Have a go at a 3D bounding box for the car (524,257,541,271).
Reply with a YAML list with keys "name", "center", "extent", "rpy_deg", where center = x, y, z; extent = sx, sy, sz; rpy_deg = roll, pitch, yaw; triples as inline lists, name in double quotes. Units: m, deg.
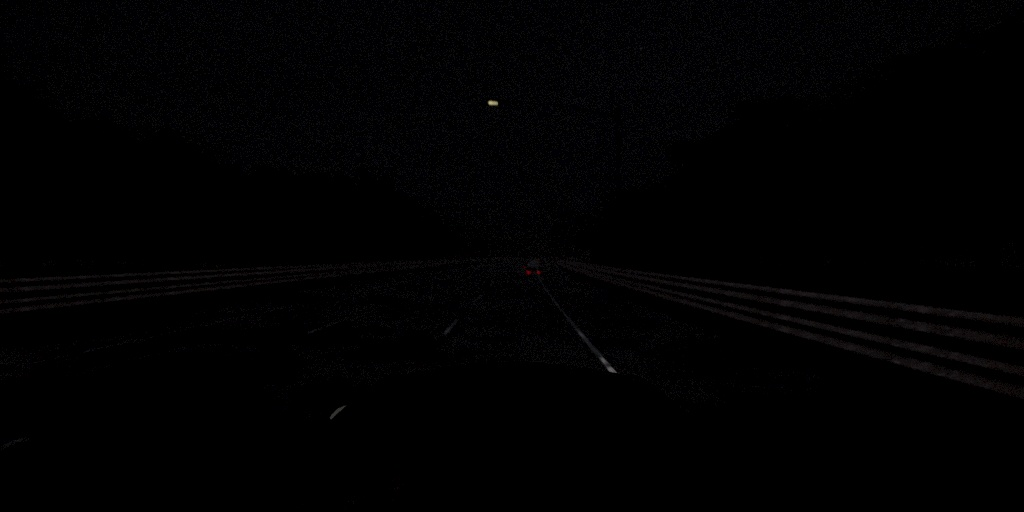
- name: "car"
  center: [2.963, 1.245, 49.328]
  extent: [1.812, 1.442, 4.674]
  rpy_deg: [0, 0, 4]
